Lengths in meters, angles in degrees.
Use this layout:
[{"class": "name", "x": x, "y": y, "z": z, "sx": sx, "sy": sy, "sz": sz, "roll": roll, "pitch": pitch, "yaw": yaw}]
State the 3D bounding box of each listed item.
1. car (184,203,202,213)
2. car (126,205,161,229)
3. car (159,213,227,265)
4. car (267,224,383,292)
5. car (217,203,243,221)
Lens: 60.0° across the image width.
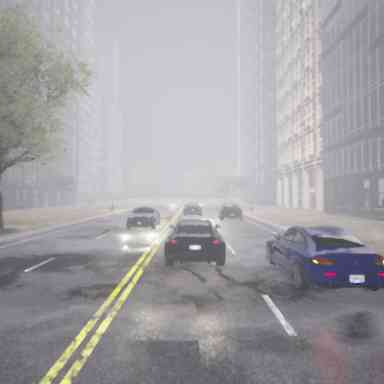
[{"class": "car", "x": 0.081, "y": 1.866, "z": 37.152, "sx": 1.994, "sy": 1.385, "sz": 4.181, "roll": 0, "pitch": 0, "yaw": 0}, {"class": "car", "x": -3.262, "y": 1.685, "z": 23.068, "sx": 1.882, "sy": 1.535, "sz": 5.008, "roll": 0, "pitch": 0, "yaw": 0}, {"class": "car", "x": 0.094, "y": 1.663, "z": 12.065, "sx": 1.994, "sy": 1.385, "sz": 4.181, "roll": 0, "pitch": 0, "yaw": 0}, {"class": "car", "x": 3.344, "y": 1.600, "z": 9.043, "sx": 1.812, "sy": 1.442, "sz": 4.674, "roll": 0, "pitch": 0, "yaw": 0}, {"class": "car", "x": 3.335, "y": 1.721, "z": 29.959, "sx": 1.882, "sy": 1.535, "sz": 5.008, "roll": 0, "pitch": 0, "yaw": 0}]
